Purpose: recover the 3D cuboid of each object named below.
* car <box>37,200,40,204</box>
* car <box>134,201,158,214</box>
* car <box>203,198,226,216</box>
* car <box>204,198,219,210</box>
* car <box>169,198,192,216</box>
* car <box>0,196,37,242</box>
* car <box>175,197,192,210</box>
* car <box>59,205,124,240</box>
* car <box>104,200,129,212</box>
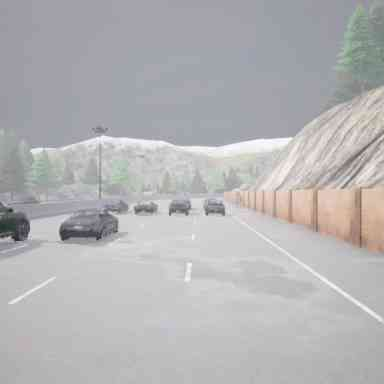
[{"bbox_3d":[-18.785,1.274,36.907,2.097,1.767,4.553,0,0,1],"label":"car"},{"bbox_3d":[-4.725,1.600,34.844,1.895,1.301,4.718,0,0,1],"label":"car"},{"bbox_3d":[2.234,1.491,32.831,2.128,1.511,4.902,0,0,1],"label":"car"},{"bbox_3d":[2.446,1.526,43.277,1.812,1.442,4.674,0,0,1],"label":"car"},{"bbox_3d":[-1.263,1.505,33.031,1.837,1.490,4.892,0,0,1],"label":"car"},{"bbox_3d":[-8.672,1.224,13.159,2.150,2.045,5.566,0,0,1],"label":"car"},{"bbox_3d":[-1.050,1.478,43.476,1.882,1.535,5.008,0,0,1],"label":"car"},{"bbox_3d":[-5.092,1.565,16.982,1.994,1.385,4.181,0,0,1],"label":"car"},{"bbox_3d":[-8.200,1.547,36.024,2.033,1.411,5.357,0,0,1],"label":"car"}]
